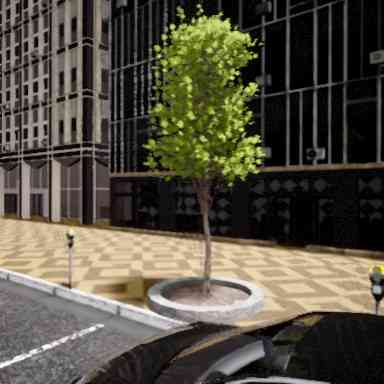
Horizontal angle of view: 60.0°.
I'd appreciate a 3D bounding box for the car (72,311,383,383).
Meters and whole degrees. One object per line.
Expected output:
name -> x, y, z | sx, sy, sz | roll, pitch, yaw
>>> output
car -> 0.974, 1.564, 2.182 | 4.313, 1.339, 1.947 | 0, 0, 36
